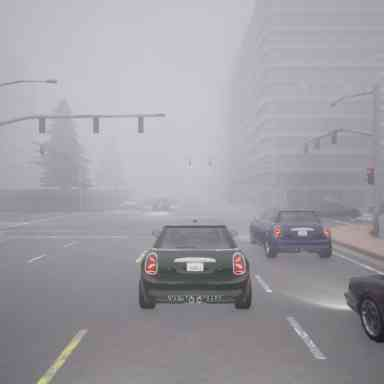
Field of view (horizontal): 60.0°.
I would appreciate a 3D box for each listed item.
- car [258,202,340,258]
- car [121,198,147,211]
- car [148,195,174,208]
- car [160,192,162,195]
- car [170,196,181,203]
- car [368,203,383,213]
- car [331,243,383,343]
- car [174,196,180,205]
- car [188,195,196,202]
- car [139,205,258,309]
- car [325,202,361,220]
[{"bbox_3d":[3.581,1.352,12.869,2.097,1.767,4.553,0,0,0],"label":"car"},{"bbox_3d":[-7.326,1.526,41.431,1.812,1.442,4.674,0,0,5],"label":"car"},{"bbox_3d":[-3.620,1.483,39.697,2.128,1.511,4.902,0,-1,0],"label":"car"},{"bbox_3d":[-7.032,1.355,71.184,2.097,1.767,4.553,0,0,0],"label":"car"},{"bbox_3d":[-3.532,1.553,71.446,1.994,1.385,4.181,0,0,0],"label":"car"},{"bbox_3d":[19.922,1.492,32.505,5.357,1.411,2.033,0,0,-18],"label":"car"},{"bbox_3d":[3.597,1.547,3.394,2.033,1.411,5.357,0,0,0],"label":"car"},{"bbox_3d":[-3.610,1.491,56.581,2.128,1.511,4.902,0,0,0],"label":"car"},{"bbox_3d":[-0.035,1.525,79.740,2.128,1.511,4.902,0,0,0],"label":"car"},{"bbox_3d":[0.067,1.352,8.029,2.097,1.767,4.553,0,0,0],"label":"car"},{"bbox_3d":[11.443,1.506,27.159,4.181,1.385,1.994,0,0,-1],"label":"car"}]
